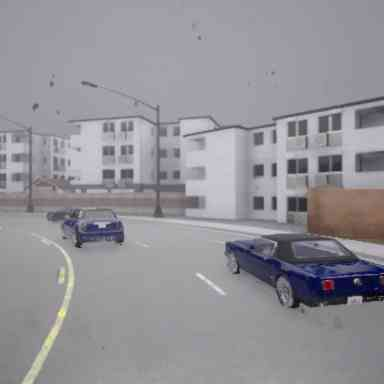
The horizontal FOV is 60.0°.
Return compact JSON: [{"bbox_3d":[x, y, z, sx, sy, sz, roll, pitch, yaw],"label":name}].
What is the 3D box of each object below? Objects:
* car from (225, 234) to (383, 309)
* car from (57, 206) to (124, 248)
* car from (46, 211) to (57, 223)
[{"bbox_3d":[2.371,1.667,8.098,1.895,1.301,4.718,0,-1,-14],"label":"car"},{"bbox_3d":[-4.904,1.503,15.994,2.097,1.767,4.553,0,-1,-30],"label":"car"},{"bbox_3d":[-9.612,1.802,26.748,5.357,1.411,2.033,-1,-1,39],"label":"car"}]
